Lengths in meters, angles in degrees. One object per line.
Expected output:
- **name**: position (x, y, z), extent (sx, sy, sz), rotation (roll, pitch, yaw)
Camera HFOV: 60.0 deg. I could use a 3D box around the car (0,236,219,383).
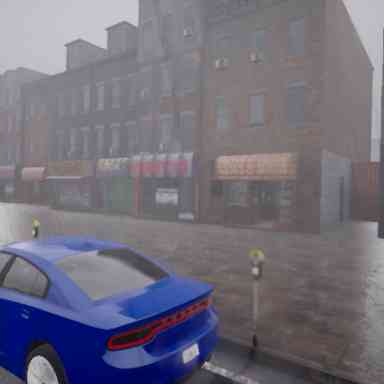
- **car**: position (-2.019, 1.382, 4.729), extent (5.008, 1.535, 1.882), rotation (2, 1, 36)
